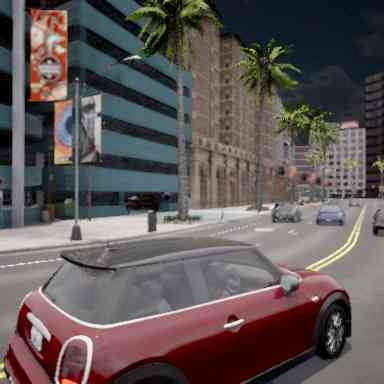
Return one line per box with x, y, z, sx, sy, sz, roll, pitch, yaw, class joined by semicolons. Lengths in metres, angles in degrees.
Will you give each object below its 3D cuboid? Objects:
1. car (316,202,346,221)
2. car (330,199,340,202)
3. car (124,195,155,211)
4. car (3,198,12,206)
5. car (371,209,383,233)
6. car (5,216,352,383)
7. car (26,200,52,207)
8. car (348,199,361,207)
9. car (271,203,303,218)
10.720;1.747;25.517;1.812;1.442;4.674;0;-1;28;car
27.450;2.094;64.015;1.994;1.385;4.181;0;-1;28;car
-7.037;1.397;44.729;2.435;2.045;5.566;0;-1;28;car
-33.750;1.878;58.603;2.161;1.482;4.786;0;-1;28;car
12.108;1.726;20.340;2.033;1.411;5.357;0;-1;29;car
0.205;1.390;4.425;4.553;1.767;2.097;1;-1;-39;car
-23.727;1.886;52.746;1.895;1.301;4.718;0;-1;28;car
30.148;2.048;61.641;2.128;1.511;4.902;0;-1;28;car
8.005;1.743;27.862;1.837;1.490;4.892;0;-1;28;car
